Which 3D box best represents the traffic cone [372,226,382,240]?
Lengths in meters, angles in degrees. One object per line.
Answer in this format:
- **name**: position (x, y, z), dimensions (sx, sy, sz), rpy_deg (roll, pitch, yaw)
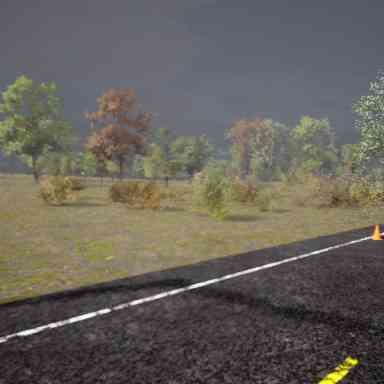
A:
- **traffic cone**: position (7.931, 1.731, 14.255), dimensions (0.340, 0.580, 0.340), rpy_deg (0, 2, -44)
